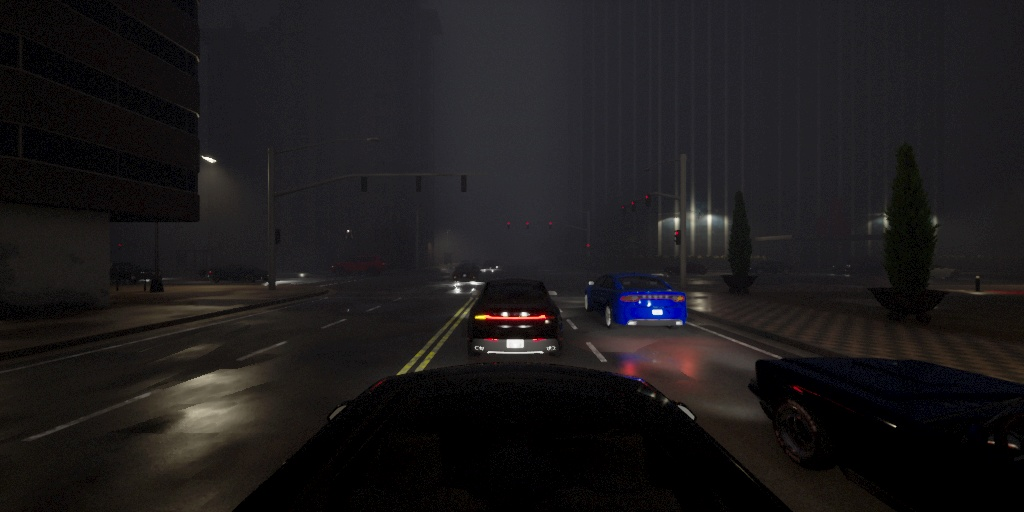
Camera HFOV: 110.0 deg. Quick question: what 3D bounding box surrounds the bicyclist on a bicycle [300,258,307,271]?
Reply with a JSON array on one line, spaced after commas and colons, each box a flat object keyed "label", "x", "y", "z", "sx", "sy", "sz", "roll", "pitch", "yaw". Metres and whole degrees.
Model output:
[{"label": "bicyclist on a bicycle", "x": -26.427, "y": 1.049, "z": 45.427, "sx": 0.582, "sy": 1.620, "sz": 1.656, "roll": 0, "pitch": 0, "yaw": -1}]

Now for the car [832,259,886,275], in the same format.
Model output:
[{"label": "car", "x": 37.455, "y": 1.100, "z": 38.788, "sx": 4.553, "sy": 1.767, "sz": 2.097, "roll": 0, "pitch": 0, "yaw": 0}]

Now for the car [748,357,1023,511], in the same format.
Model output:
[{"label": "car", "x": 3.601, "y": 1.351, "z": 1.899, "sx": 1.895, "sy": 1.301, "sz": 4.718, "roll": 0, "pitch": 0, "yaw": 0}]

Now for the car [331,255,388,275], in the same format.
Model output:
[{"label": "car", "x": -16.025, "y": 0.969, "z": 37.899, "sx": 5.566, "sy": 2.045, "sz": 2.150, "roll": 0, "pitch": 1, "yaw": -3}]

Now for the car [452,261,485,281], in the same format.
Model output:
[{"label": "car", "x": -3.607, "y": 1.312, "z": 29.223, "sx": 1.994, "sy": 1.385, "sz": 4.181, "roll": 0, "pitch": 0, "yaw": 0}]

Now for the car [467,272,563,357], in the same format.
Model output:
[{"label": "car", "x": 0.060, "y": 1.254, "z": 8.555, "sx": 1.837, "sy": 1.490, "sz": 4.892, "roll": 0, "pitch": 0, "yaw": 0}]

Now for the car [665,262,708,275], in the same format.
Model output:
[{"label": "car", "x": 18.700, "y": 1.312, "z": 38.606, "sx": 4.181, "sy": 1.385, "sz": 1.994, "roll": 0, "pitch": 0, "yaw": -1}]

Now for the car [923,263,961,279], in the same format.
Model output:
[{"label": "car", "x": 36.422, "y": 1.274, "z": 31.587, "sx": 4.674, "sy": 1.442, "sz": 1.812, "roll": 0, "pitch": 0, "yaw": -1}]

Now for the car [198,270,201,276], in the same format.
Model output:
[{"label": "car", "x": -24.040, "y": 1.349, "z": 30.970, "sx": 4.718, "sy": 1.301, "sz": 1.895, "roll": 0, "pitch": 0, "yaw": -1}]

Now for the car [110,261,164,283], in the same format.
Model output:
[{"label": "car", "x": -29.607, "y": 1.240, "z": 27.418, "sx": 4.902, "sy": 1.511, "sz": 2.128, "roll": 0, "pitch": 0, "yaw": 0}]

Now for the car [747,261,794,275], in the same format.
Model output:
[{"label": "car", "x": 27.551, "y": 1.252, "z": 38.697, "sx": 4.892, "sy": 1.490, "sz": 1.837, "roll": 0, "pitch": 0, "yaw": -1}]

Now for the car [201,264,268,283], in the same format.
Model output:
[{"label": "car", "x": -20.686, "y": 1.312, "z": 27.504, "sx": 4.181, "sy": 1.385, "sz": 1.994, "roll": 0, "pitch": 0, "yaw": -1}]

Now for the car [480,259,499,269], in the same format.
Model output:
[{"label": "car", "x": -3.600, "y": 1.311, "z": 57.160, "sx": 1.994, "sy": 1.385, "sz": 4.181, "roll": 0, "pitch": 0, "yaw": 0}]

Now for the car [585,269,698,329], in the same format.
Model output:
[{"label": "car", "x": 3.573, "y": 1.227, "z": 11.244, "sx": 1.882, "sy": 1.535, "sz": 5.008, "roll": 0, "pitch": 0, "yaw": 0}]

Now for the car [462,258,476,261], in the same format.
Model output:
[{"label": "car", "x": -7.100, "y": 1.274, "z": 55.286, "sx": 1.812, "sy": 1.442, "sz": 4.674, "roll": 0, "pitch": 1, "yaw": 0}]
